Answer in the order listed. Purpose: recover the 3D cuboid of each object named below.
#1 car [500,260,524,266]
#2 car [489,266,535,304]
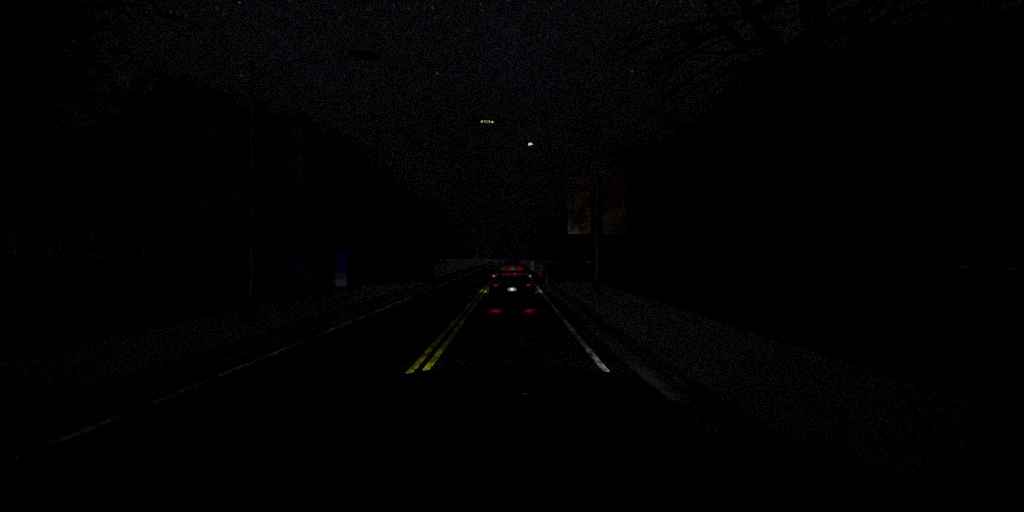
[{"bbox_3d":[0.000,1.120,31.471,2.097,1.767,4.553,0,0,0],"label":"car"},{"bbox_3d":[0.000,1.323,16.500,1.994,1.385,4.181,0,0,0],"label":"car"}]
